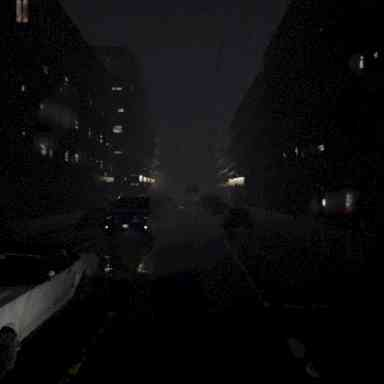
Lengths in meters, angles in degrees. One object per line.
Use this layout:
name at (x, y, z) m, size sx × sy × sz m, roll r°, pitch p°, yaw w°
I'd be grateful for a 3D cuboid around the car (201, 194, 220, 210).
car at (2.675, 1.289, 42.569) m, size 2.192 × 1.841 × 5.009 m, roll -1°, pitch 0°, yaw 0°

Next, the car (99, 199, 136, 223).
car at (-5.669, 1.424, 25.791) m, size 1.967 × 1.590 × 4.097 m, roll -1°, pitch 0°, yaw 0°

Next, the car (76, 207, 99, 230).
car at (-5.667, 1.570, 20.190) m, size 1.802 × 1.307 × 4.206 m, roll -1°, pitch 0°, yaw 0°

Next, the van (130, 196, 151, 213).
van at (-5.671, 1.319, 36.995) m, size 1.690 × 1.788 × 3.998 m, roll -1°, pitch 0°, yaw 0°

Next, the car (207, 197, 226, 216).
car at (2.679, 1.505, 31.535) m, size 1.752 × 1.417 × 4.829 m, roll -1°, pitch 0°, yaw 0°

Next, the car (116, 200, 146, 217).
car at (-5.668, 1.532, 31.393) m, size 2.008 × 1.369 × 4.403 m, roll -1°, pitch 0°, yaw 0°

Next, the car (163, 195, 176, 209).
car at (-3.090, 1.498, 44.790) m, size 1.812 × 1.442 × 4.674 m, roll 0°, pitch 0°, yaw 0°

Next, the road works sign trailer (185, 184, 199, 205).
road works sign trailer at (0.001, 0.429, 59.622) m, size 2.380 × 3.560 × 2.880 m, roll 0°, pitch 0°, yaw 1°

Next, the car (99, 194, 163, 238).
car at (-3.055, 1.212, 18.049) m, size 2.150 × 2.045 × 5.566 m, roll 0°, pitch 0°, yaw 0°

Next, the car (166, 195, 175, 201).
car at (-5.704, 1.502, 87.415) m, size 2.008 × 1.369 × 4.403 m, roll -1°, pitch 0°, yaw 0°

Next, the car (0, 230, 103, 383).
car at (-3.098, 1.598, 5.445) m, size 1.895 × 1.301 × 4.718 m, roll 0°, pitch 0°, yaw 0°

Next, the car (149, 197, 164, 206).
car at (-5.710, 1.519, 53.802) m, size 2.008 × 1.369 × 4.403 m, roll -1°, pitch 0°, yaw 0°

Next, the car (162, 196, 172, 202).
car at (-5.703, 1.538, 76.210) m, size 1.802 × 1.307 × 4.206 m, roll -1°, pitch 0°, yaw 0°

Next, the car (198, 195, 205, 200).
car at (2.675, 1.473, 93.158) m, size 1.752 × 1.417 × 4.829 m, roll -1°, pitch 0°, yaw 0°

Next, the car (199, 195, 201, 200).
car at (2.674, 1.282, 53.774) m, size 2.192 × 1.841 × 5.009 m, roll -1°, pitch 0°, yaw 0°

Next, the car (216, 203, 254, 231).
car at (2.680, 1.569, 20.161) m, size 1.802 × 1.307 × 4.206 m, roll -1°, pitch 0°, yaw 0°

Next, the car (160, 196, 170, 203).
car at (-5.703, 1.541, 70.608) m, size 1.802 × 1.307 × 4.206 m, roll -1°, pitch 0°, yaw 0°

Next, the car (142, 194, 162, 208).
car at (-5.695, 1.286, 48.199) m, size 2.192 × 1.841 × 5.009 m, roll -1°, pitch 0°, yaw 0°
